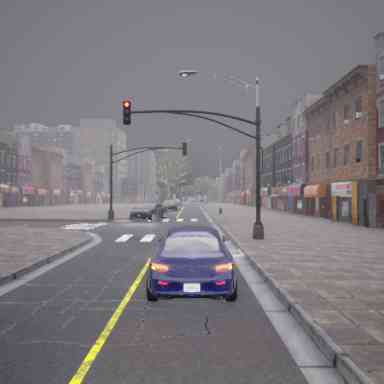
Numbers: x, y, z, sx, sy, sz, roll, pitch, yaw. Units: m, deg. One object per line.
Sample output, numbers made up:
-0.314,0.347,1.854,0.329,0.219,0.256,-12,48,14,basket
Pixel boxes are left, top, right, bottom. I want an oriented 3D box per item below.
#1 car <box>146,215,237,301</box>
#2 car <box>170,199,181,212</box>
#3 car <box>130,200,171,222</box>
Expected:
-0.001,1.537,8.199,1.812,1.442,4.674,0,0,0,car
-2.885,1.736,43.826,1.882,1.535,5.008,0,-1,0,car
-3.546,1.589,27.956,1.882,1.535,5.008,1,-1,12,car
